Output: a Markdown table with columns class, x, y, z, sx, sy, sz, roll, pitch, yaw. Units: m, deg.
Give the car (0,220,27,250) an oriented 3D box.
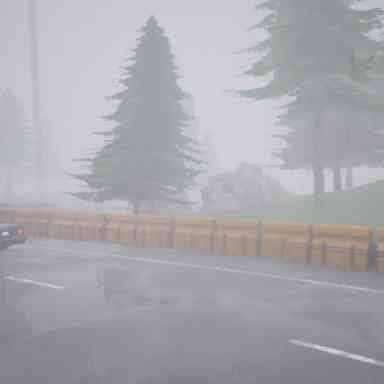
| class | x | y | z | sx | sy | sz | roll | pitch | yaw |
| --- | --- | --- | --- | --- | --- | --- | --- | --- | --- |
| car | -8.838 | 1.512 | 12.622 | 5.357 | 1.411 | 2.033 | 0 | 0 | 22 |
